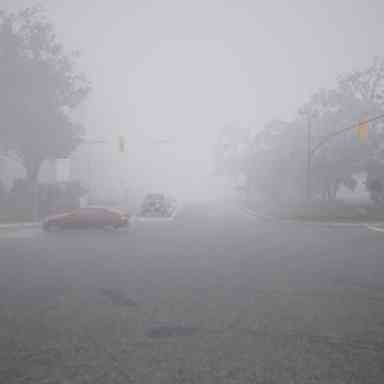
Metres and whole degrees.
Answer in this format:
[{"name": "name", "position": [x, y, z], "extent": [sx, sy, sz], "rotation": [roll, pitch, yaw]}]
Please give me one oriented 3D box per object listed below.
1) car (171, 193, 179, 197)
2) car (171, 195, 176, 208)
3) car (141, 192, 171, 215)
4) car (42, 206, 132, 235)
[{"name": "car", "position": [-3.878, 1.374, 59.947], "extent": [1.994, 1.385, 4.181], "rotation": [0, 0, -2]}, {"name": "car", "position": [-3.631, 1.452, 44.658], "extent": [2.033, 1.411, 5.357], "rotation": [0, 0, 0]}, {"name": "car", "position": [-3.620, 1.163, 32.820], "extent": [2.150, 2.045, 5.566], "rotation": [0, 0, 0]}, {"name": "car", "position": [-5.682, 1.493, 18.228], "extent": [4.674, 1.442, 1.812], "rotation": [0, 0, -3]}]
